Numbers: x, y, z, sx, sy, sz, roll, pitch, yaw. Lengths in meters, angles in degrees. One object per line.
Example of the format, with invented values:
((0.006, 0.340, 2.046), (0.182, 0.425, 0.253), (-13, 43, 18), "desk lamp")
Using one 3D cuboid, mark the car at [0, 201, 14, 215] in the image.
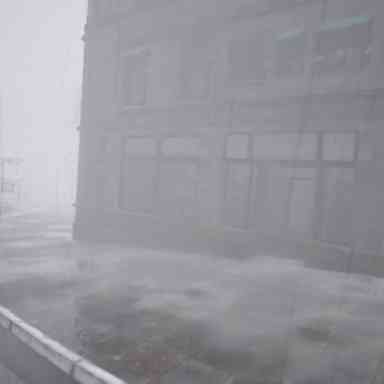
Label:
((-20.821, 1.649, 36.112), (1.994, 1.385, 4.181), (4, -1, -14), "car")
